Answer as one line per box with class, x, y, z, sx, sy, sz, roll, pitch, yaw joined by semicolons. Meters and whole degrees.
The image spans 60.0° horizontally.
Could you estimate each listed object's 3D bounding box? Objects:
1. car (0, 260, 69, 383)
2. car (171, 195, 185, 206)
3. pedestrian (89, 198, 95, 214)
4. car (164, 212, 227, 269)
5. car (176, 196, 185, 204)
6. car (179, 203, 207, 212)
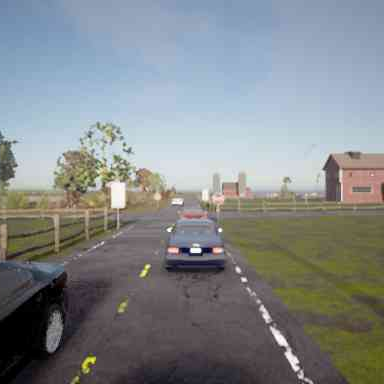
car;-2.849;1.501;3.191;1.882;1.535;5.008;0;0;0
car;-2.788;1.686;65.495;2.150;2.045;5.566;0;0;0
pedestrian;-12.172;1.702;40.471;0.375;1.860;0.375;0;1;0
car;0.097;1.628;11.381;2.033;1.411;5.357;0;0;0
car;-2.779;1.925;81.054;2.097;1.767;4.553;0;0;0
car;0.057;1.679;21.604;1.812;1.442;4.674;0;0;-1
